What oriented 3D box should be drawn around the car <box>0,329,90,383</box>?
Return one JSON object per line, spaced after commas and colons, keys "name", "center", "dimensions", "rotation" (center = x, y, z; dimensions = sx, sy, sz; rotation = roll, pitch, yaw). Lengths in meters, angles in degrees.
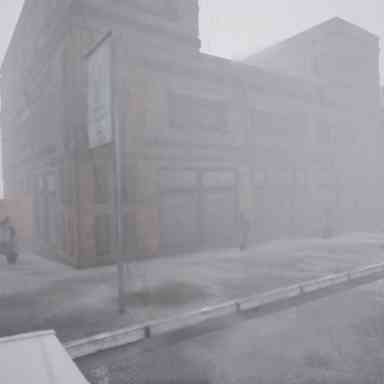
{"name": "car", "center": [-2.809, 1.602, 1.385], "dimensions": [4.718, 1.301, 1.895], "rotation": [0, 0, -35]}
